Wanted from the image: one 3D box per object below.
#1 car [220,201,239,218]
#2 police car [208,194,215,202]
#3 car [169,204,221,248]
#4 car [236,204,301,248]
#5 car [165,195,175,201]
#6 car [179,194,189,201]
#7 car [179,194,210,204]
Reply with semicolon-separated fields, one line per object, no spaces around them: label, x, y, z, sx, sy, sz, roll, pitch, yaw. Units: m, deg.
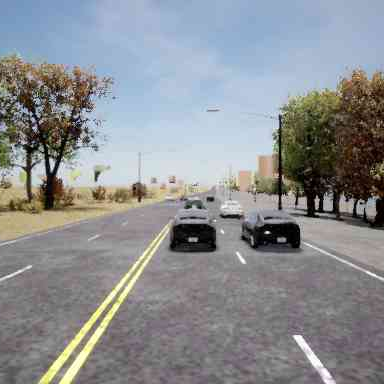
car;3.470;1.505;29.557;1.812;1.442;4.674;0;0;1
police car;3.986;1.301;72.588;1.930;1.638;5.238;0;0;2
car;0.055;1.507;14.618;1.837;1.490;4.892;0;0;0
car;3.305;1.507;14.594;1.837;1.490;4.892;0;0;0
car;-5.069;1.347;76.094;1.812;1.442;4.674;0;0;2
car;-1.822;1.301;75.966;1.882;1.535;5.008;0;0;2
car;0.219;1.338;29.575;2.097;1.767;4.553;0;0;1
